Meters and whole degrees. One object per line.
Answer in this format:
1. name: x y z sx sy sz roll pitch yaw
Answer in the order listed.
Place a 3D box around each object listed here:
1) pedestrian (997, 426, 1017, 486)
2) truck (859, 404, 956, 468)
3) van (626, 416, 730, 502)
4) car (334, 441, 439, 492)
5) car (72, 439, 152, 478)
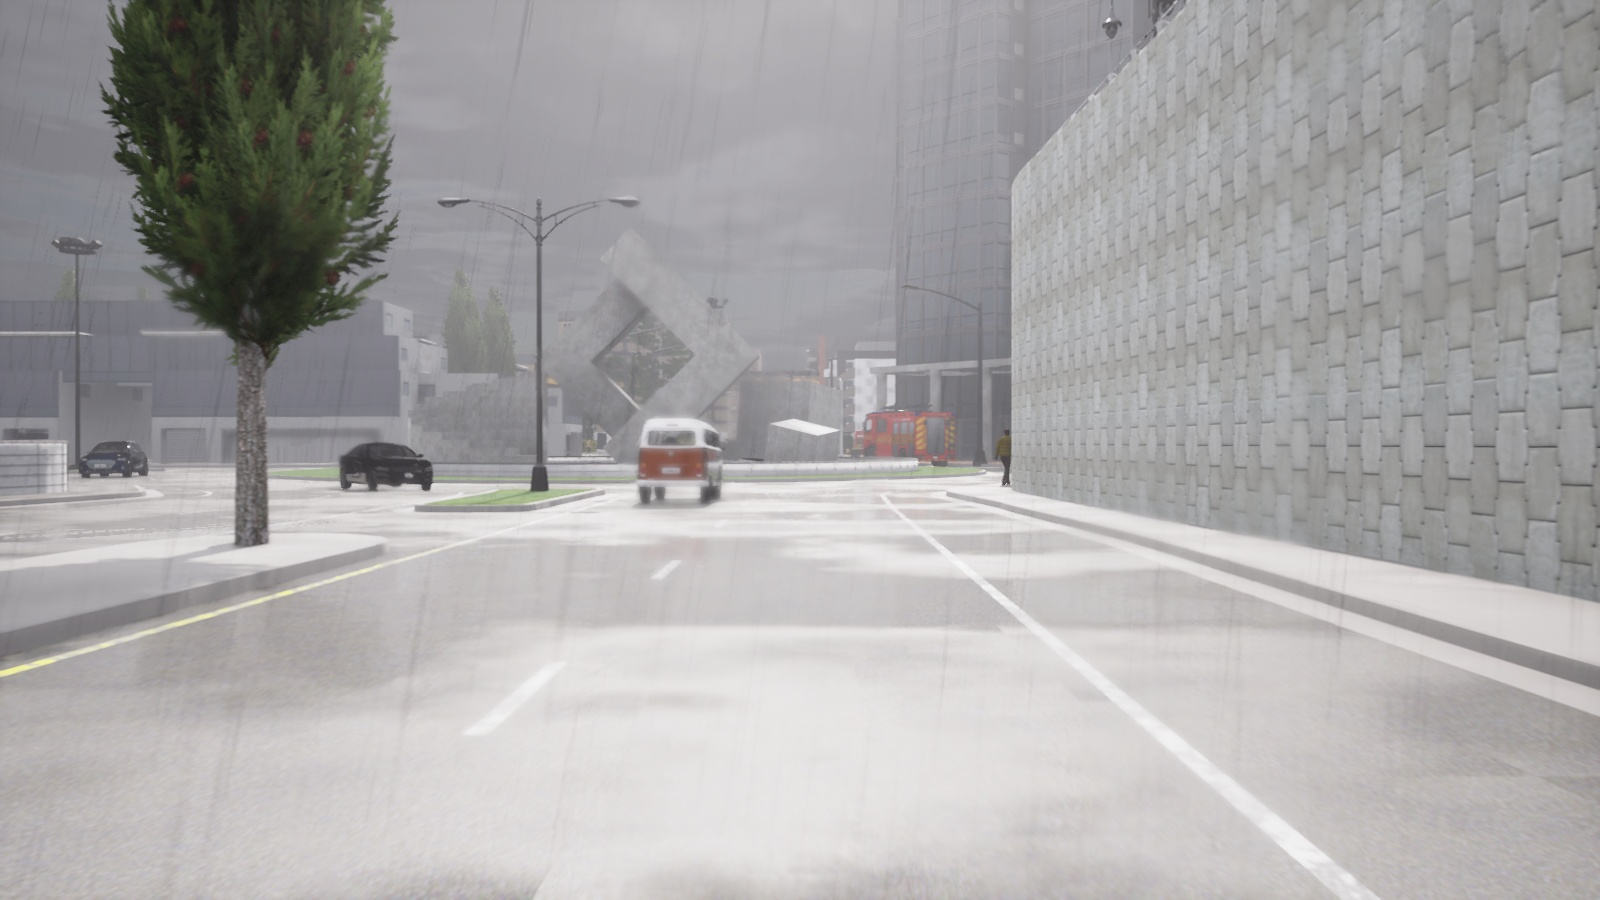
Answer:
1. pedestrian: 6.422 0.187 38.971 0.370 1.835 0.726 0 0 29
2. truck: 6.651 -0.861 79.512 2.891 3.827 8.468 0 0 -19
3. van: -3.021 0.274 32.081 2.069 2.038 4.480 0 -1 2
4. car: -13.263 0.487 40.068 1.882 1.535 5.008 0 0 -34
5. car: -30.276 0.338 55.374 2.033 1.649 4.856 0 0 -16
